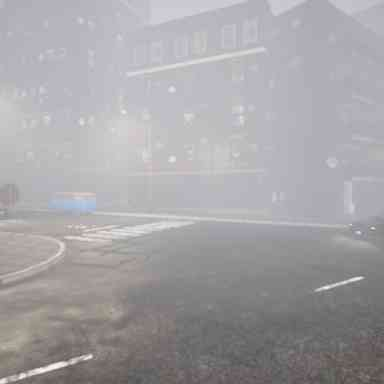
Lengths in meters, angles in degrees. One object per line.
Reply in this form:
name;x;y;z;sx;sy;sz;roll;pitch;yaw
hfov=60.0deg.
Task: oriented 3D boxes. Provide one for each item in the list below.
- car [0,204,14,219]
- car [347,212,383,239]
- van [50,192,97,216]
car;-14.166;1.140;22.549;4.181;1.385;1.994;1;1;25
car;10.608;1.587;16.714;5.357;1.411;2.033;1;1;-15
van;-9.578;0.926;26.805;3.998;1.788;1.690;1;0;25
